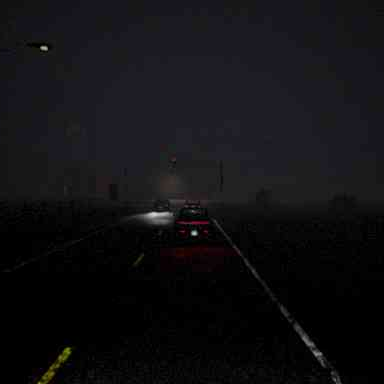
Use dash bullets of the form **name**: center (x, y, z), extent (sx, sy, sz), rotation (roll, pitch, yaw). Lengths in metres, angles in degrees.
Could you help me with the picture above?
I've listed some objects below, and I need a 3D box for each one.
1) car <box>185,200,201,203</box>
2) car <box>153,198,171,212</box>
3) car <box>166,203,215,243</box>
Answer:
- **car**: center (0.092, 1.479, 31.216), extent (2.128, 1.511, 4.902), rotation (0, 0, 0)
- **car**: center (-3.511, 1.478, 39.439), extent (2.128, 1.511, 4.902), rotation (0, 0, 0)
- **car**: center (0.096, 1.488, 16.132), extent (2.128, 1.511, 4.902), rotation (0, 0, 0)
